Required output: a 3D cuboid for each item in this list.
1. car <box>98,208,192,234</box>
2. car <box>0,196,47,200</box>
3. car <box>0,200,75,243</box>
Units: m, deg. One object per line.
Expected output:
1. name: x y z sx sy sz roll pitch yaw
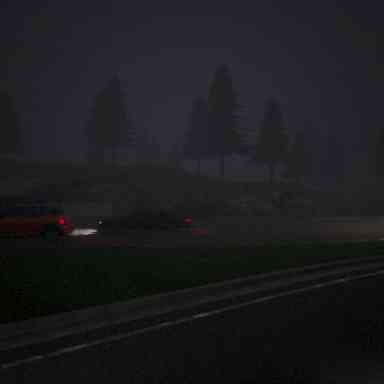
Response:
1. car: -2.714 1.642 19.654 5.357 1.411 2.033 0 0 -7
2. car: -12.323 1.261 22.087 5.566 2.045 2.150 0 0 -7
3. car: -8.008 1.385 15.599 4.553 1.767 2.097 0 0 -7
